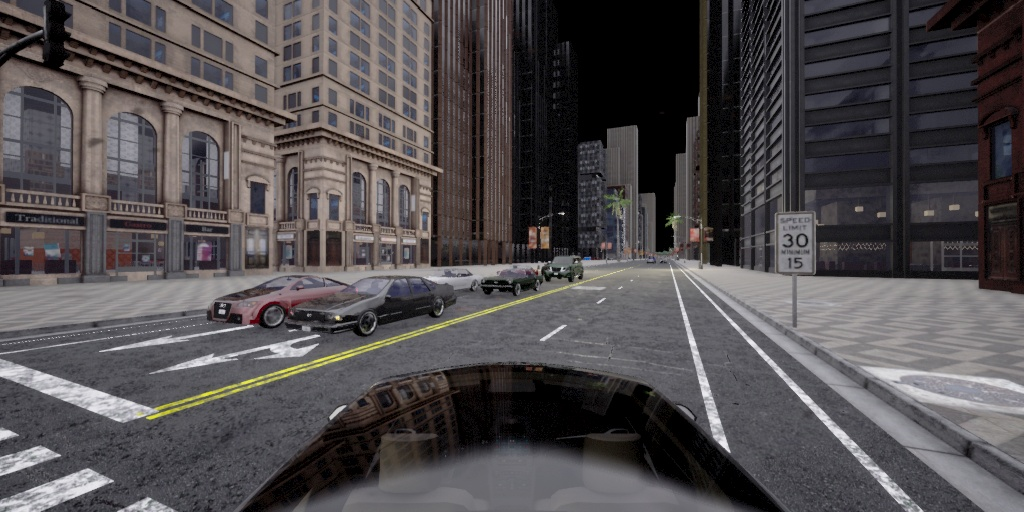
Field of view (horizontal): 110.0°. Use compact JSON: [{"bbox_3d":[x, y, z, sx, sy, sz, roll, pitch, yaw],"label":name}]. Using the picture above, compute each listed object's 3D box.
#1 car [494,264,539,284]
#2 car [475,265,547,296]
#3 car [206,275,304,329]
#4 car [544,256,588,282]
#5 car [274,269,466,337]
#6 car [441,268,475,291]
[{"bbox_3d":[0.495,1.364,28.602,1.895,1.301,4.718,0,0,24],"label":"car"},{"bbox_3d":[0.105,1.358,19.562,1.895,1.301,4.718,0,0,24],"label":"car"},{"bbox_3d":[-6.972,1.316,11.433,1.994,1.385,4.181,0,0,24],"label":"car"},{"bbox_3d":[4.376,0.987,29.369,2.150,2.045,5.566,0,0,23],"label":"car"},{"bbox_3d":[-3.721,1.299,10.770,2.033,1.411,5.357,0,0,24],"label":"car"},{"bbox_3d":[-3.481,1.357,19.468,1.895,1.301,4.718,0,0,24],"label":"car"}]
